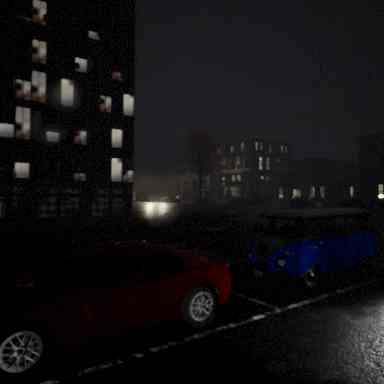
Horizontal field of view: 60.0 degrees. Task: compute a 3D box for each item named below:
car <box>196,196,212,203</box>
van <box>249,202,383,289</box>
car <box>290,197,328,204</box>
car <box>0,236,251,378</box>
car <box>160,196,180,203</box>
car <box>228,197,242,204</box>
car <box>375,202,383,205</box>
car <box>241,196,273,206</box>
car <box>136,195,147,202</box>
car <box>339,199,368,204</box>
[{"bbox_3d":[2.595,1.645,74.581,1.967,1.590,4.097,0,-1,-35],"label":"car"},{"bbox_3d":[3.233,1.322,8.808,3.998,1.788,1.690,0,1,-35],"label":"van"},{"bbox_3d":[14.565,1.390,42.356,1.967,1.590,4.097,0,-1,-35],"label":"car"},{"bbox_3d":[-1.365,1.540,5.532,4.507,1.381,1.887,0,1,-35],"label":"car"},{"bbox_3d":[-4.196,1.632,69.667,1.752,1.417,4.829,0,-1,-35],"label":"car"},{"bbox_3d":[8.957,1.593,65.485,1.967,1.590,4.097,0,-1,-35],"label":"car"},{"bbox_3d":[25.391,1.571,41.897,2.008,1.369,4.403,0,-1,-35],"label":"car"},{"bbox_3d":[10.575,1.633,52.918,1.895,1.301,4.718,1,-1,-35],"label":"car"},{"bbox_3d":[-13.775,1.752,83.497,1.947,1.339,4.313,0,-1,-35],"label":"car"},{"bbox_3d":[22.269,1.611,46.403,1.947,1.339,4.313,0,-1,-35],"label":"car"}]
